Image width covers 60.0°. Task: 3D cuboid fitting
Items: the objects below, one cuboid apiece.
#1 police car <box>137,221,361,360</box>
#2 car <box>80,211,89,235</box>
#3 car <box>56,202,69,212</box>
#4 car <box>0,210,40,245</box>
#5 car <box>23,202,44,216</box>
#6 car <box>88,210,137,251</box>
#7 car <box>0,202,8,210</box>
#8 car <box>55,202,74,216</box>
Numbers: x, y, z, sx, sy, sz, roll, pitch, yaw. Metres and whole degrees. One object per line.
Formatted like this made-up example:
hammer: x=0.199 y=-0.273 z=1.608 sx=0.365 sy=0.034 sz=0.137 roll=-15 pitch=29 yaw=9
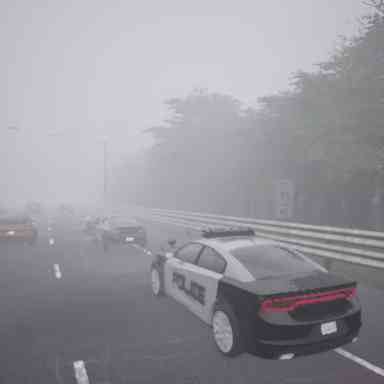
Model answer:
police car: x=0.625 y=1.522 z=6.497 sx=1.930 sy=1.638 sz=5.238 roll=0 pitch=-1 yaw=-25
car: x=-5.868 y=1.832 z=20.863 sx=1.812 sy=1.442 sz=4.674 roll=0 pitch=-1 yaw=-24
car: x=-20.162 y=2.280 z=51.625 sx=1.812 sy=1.442 sz=4.674 roll=0 pitch=-1 yaw=-22
car: x=-8.798 y=1.806 z=16.527 sx=1.994 sy=1.385 sz=4.181 roll=0 pitch=-1 yaw=-24
car: x=-18.887 y=1.930 z=39.750 sx=2.097 sy=1.767 sz=4.553 roll=0 pitch=-1 yaw=-23
car: x=-3.438 y=1.753 z=15.428 sx=1.812 sy=1.442 sz=4.674 roll=0 pitch=-1 yaw=-24
car: x=-20.672 y=1.858 z=34.986 sx=2.097 sy=1.767 sz=4.553 roll=0 pitch=-1 yaw=-23
car: x=-15.258 y=2.089 z=39.935 sx=1.837 sy=1.490 sz=4.892 roll=0 pitch=-1 yaw=-22
